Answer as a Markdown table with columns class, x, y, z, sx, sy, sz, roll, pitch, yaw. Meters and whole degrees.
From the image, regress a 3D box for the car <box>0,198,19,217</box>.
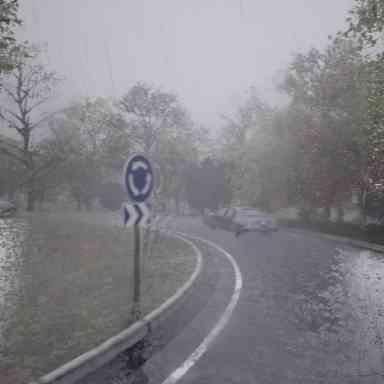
| class | x | y | z | sx | sy | sz | roll | pitch | yaw |
| --- | --- | --- | --- | --- | --- | --- | --- | --- | --- |
| car | -16.162 | 1.121 | 25.769 | 4.902 | 1.511 | 2.128 | 1 | 0 | -11 |

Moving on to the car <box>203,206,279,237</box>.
| class | x | y | z | sx | sy | sz | roll | pitch | yaw |
| --- | --- | --- | --- | --- | --- | --- | --- | --- | --- |
| car | 2.370 | 1.440 | 17.493 | 2.033 | 1.411 | 5.357 | 1 | 0 | -20 |
